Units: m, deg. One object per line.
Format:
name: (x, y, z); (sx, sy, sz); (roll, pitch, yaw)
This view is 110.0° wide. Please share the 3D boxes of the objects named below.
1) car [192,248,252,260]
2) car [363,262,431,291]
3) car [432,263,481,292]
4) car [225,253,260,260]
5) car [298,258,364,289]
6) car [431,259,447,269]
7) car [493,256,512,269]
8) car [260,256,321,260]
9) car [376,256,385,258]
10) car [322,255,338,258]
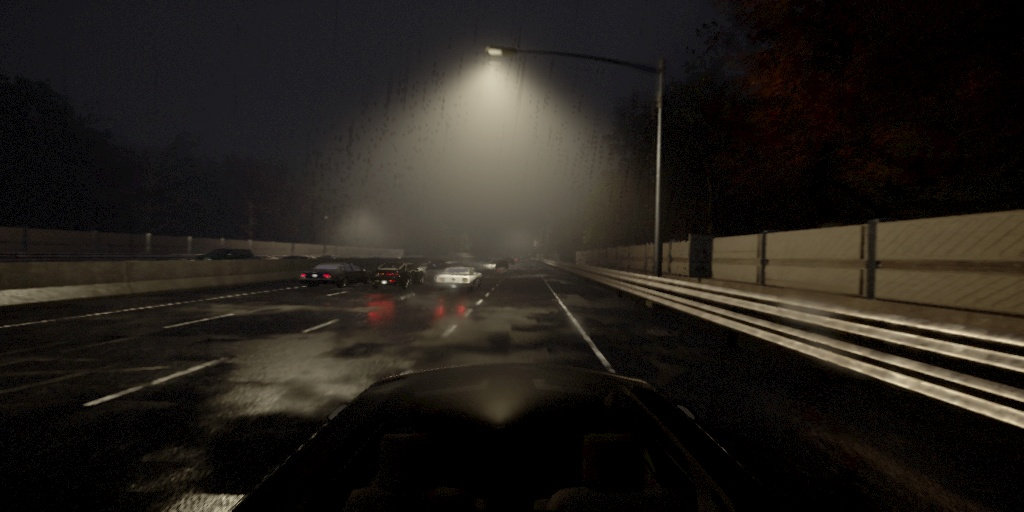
car: (-26.919, 0.294, 33.710); (2.150, 2.045, 5.566); (1, 0, 3)
car: (-6.400, 1.091, 20.649); (1.837, 1.490, 4.892); (1, 0, 2)
car: (-2.901, 1.271, 20.664); (1.895, 1.301, 4.718); (1, 0, 2)
car: (-23.467, 0.721, 32.966); (1.994, 1.385, 4.181); (1, 0, 3)
car: (-9.900, 1.045, 20.666); (2.033, 1.411, 5.357); (1, 0, 2)
car: (-8.960, 1.073, 43.892); (1.994, 1.385, 4.181); (1, 0, 2)
car: (-1.471, 1.195, 55.758); (1.837, 1.490, 4.892); (1, 0, 2)
car: (-19.981, 0.749, 32.643); (1.837, 1.490, 4.892); (1, 0, 3)
car: (-19.153, 0.787, 51.603); (1.812, 1.442, 4.674); (1, 0, 2)
car: (-26.177, 0.573, 51.069); (2.128, 1.511, 4.902); (1, 0, 2)
